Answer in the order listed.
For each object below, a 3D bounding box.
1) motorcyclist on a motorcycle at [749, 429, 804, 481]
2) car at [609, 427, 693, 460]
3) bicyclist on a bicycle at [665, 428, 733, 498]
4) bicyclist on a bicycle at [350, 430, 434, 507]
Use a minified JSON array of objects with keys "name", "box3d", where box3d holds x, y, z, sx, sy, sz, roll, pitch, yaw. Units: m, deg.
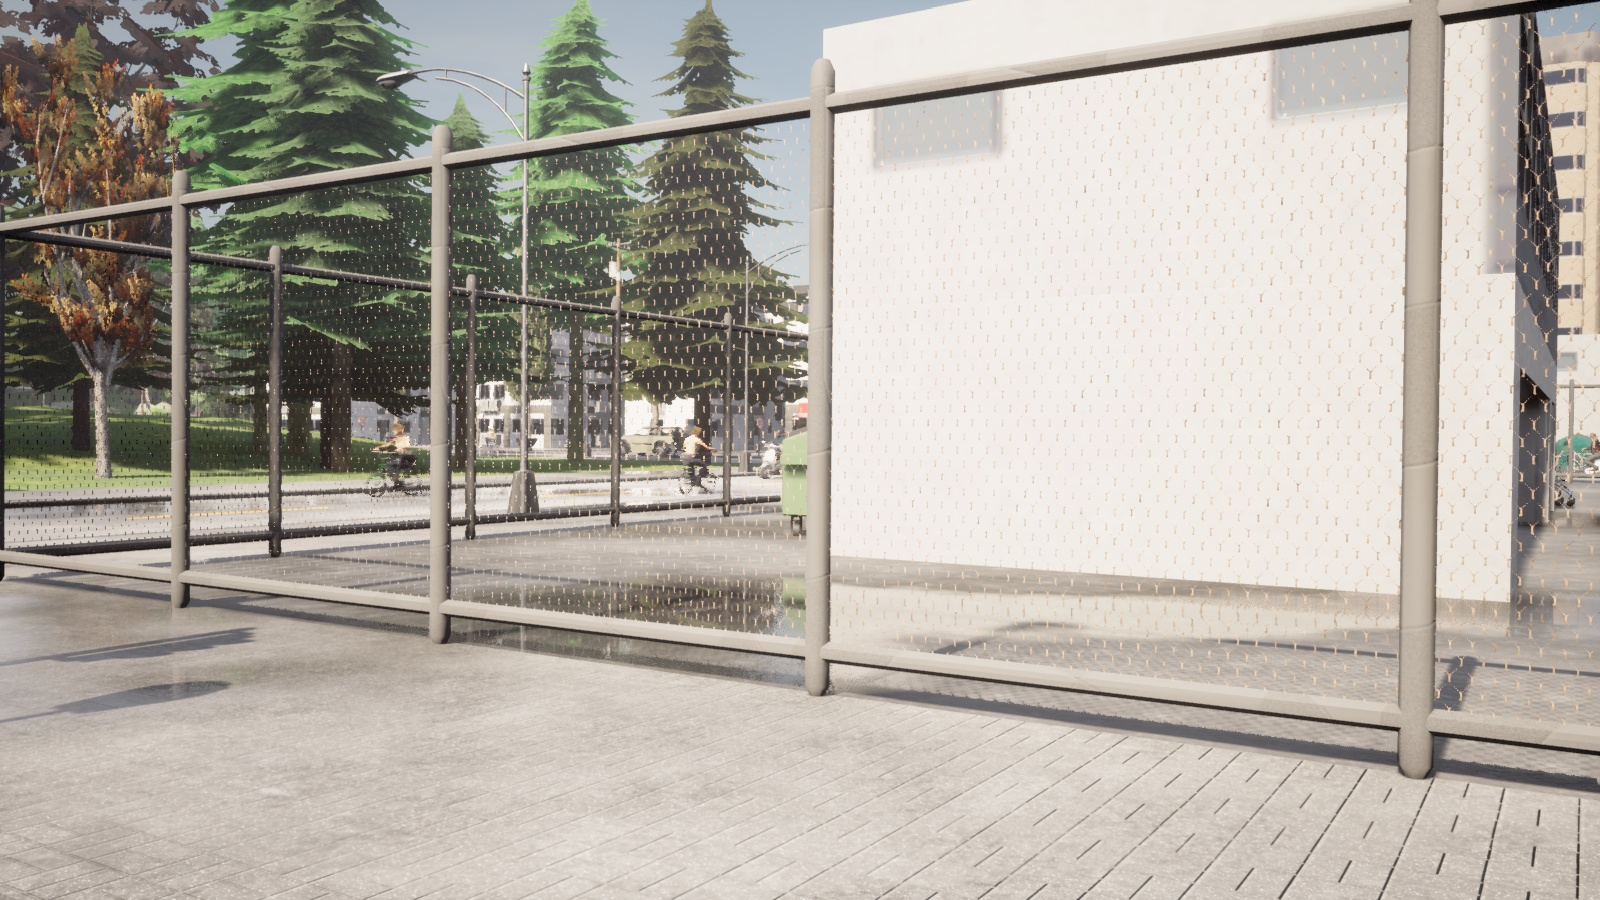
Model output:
[{"name":"motorcyclist on a motorcycle","box3d":[-0.744,0.146,39.957,0.866,1.590,1.817,0,1,32]},{"name":"car","box3d":[-8.664,-0.368,72.842,4.605,1.855,1.932,0,1,32]},{"name":"bicyclist on a bicycle","box3d":[-2.382,0.282,29.820,0.866,1.612,1.509,0,1,32]},{"name":"bicyclist on a bicycle","box3d":[-8.807,0.377,27.157,0.866,1.612,1.509,0,1,32]}]
